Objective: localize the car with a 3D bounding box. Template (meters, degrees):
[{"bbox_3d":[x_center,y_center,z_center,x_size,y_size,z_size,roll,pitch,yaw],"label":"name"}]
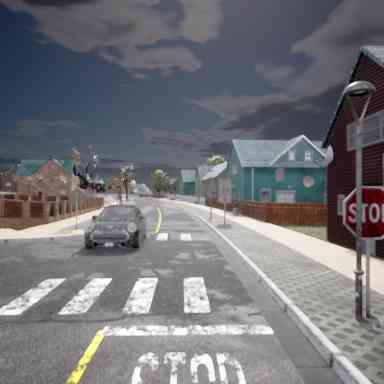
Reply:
[{"bbox_3d":[-3.159,1.359,14.526,2.097,1.767,4.553,0,0,-3],"label":"car"}]
